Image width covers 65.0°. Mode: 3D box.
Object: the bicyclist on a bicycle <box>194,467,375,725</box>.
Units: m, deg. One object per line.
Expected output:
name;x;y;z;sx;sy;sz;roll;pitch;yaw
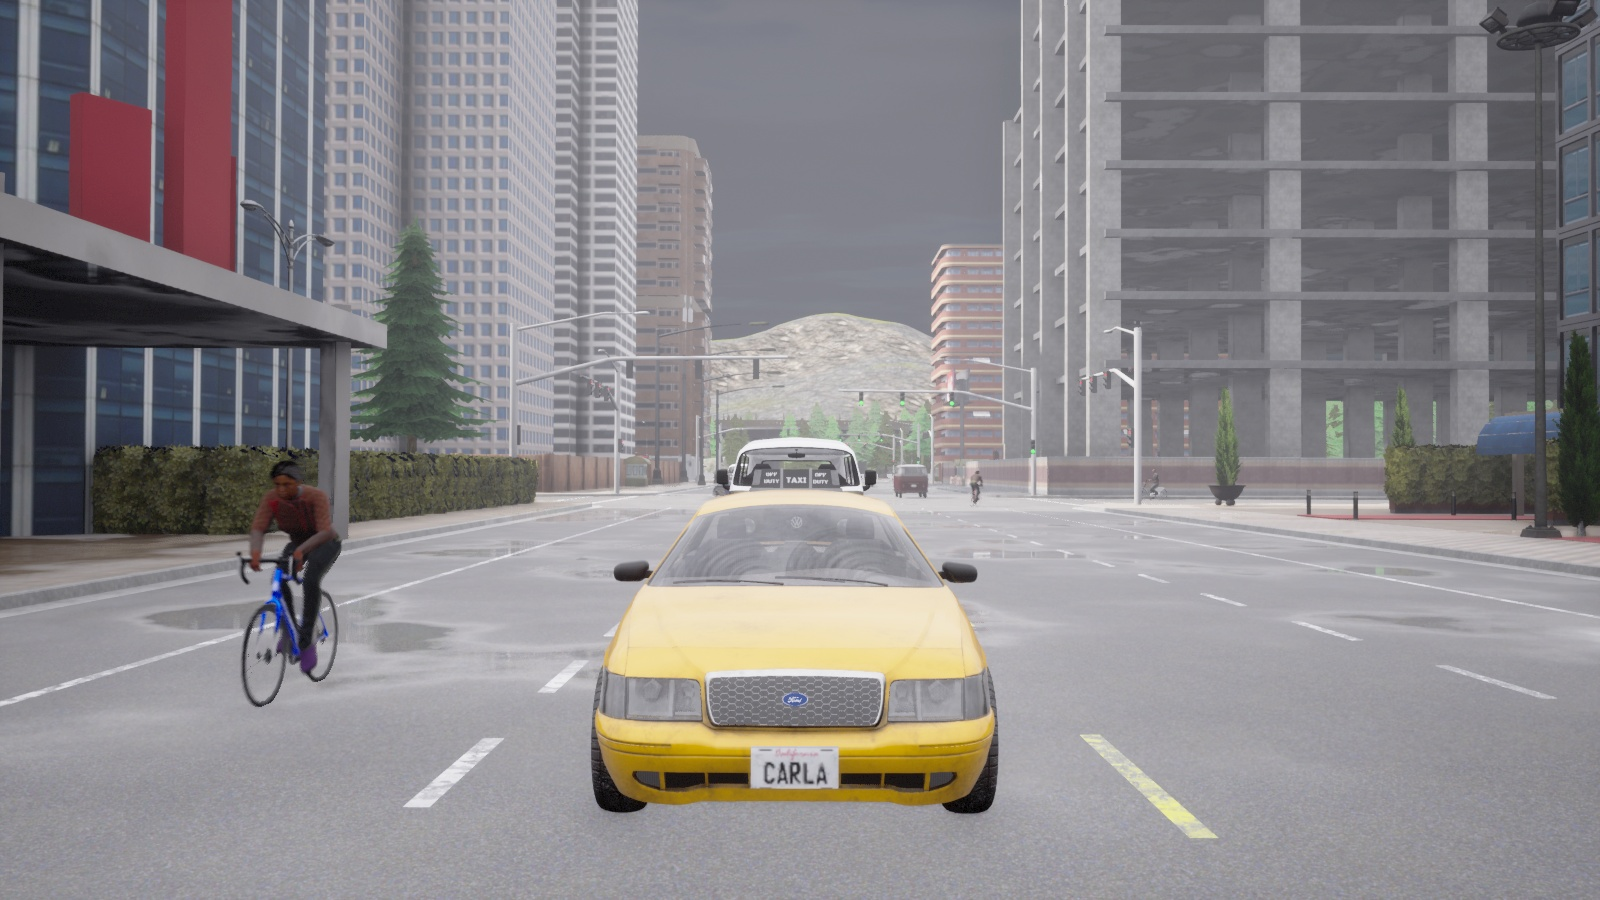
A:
bicyclist on a bicycle;-3.522;0.928;8.732;0.582;1.620;1.656;0;-1;0

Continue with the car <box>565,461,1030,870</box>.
car;-0.019;0.880;7.560;1.801;1.575;5.366;0;-1;0

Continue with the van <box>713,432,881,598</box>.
van;-0.046;0.836;17.761;2.069;2.038;4.480;0;-1;0

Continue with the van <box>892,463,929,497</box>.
van;6.602;1.802;75.253;1.775;1.987;4.442;0;-1;0

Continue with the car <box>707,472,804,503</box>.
car;-2.323;1.897;64.096;4.792;1.488;2.163;-1;-1;42
